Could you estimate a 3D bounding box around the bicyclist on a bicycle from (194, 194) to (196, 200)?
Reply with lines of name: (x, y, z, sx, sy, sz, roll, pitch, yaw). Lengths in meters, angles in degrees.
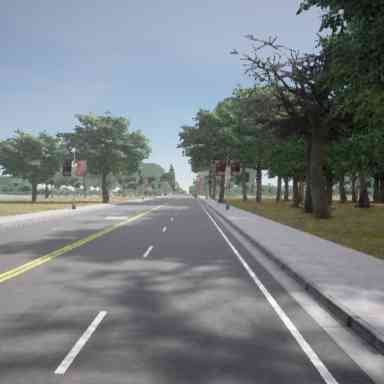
bicyclist on a bicycle: (0.912, 1.439, 90.053, 0.659, 1.776, 1.843, 1, 1, 0)
